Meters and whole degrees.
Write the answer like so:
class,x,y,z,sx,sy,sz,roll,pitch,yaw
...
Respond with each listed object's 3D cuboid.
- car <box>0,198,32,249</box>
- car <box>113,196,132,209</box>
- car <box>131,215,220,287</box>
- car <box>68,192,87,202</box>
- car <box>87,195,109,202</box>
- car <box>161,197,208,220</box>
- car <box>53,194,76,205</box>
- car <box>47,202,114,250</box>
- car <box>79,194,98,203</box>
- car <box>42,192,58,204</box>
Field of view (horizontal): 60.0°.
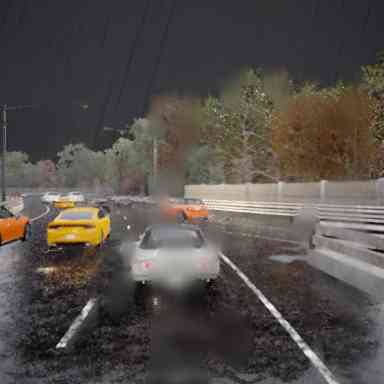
class,x,y,z,sx,sy,sz,roll,pitch,yaw
car,-8.021,1.299,13.031,2.097,1.767,4.553,0,0,-8
car,-9.077,1.318,42.987,2.128,1.511,4.902,0,0,-22
car,-0.541,1.563,9.214,1.895,1.301,4.718,0,0,-5
car,-20.115,0.992,56.782,2.150,2.045,5.566,0,0,-32
car,-9.867,1.362,35.358,1.837,1.490,4.892,0,0,-19
car,-0.689,1.248,25.670,2.097,1.767,4.553,0,0,-31
car,-14.807,1.321,38.536,1.882,1.535,5.008,0,0,-22
car,-4.653,1.419,14.247,1.882,1.535,5.008,0,0,-8
car,-19.405,1.241,61.969,2.128,1.511,4.902,0,0,-33
car,-24.114,0.992,56.626,2.150,2.045,5.566,0,0,-32
